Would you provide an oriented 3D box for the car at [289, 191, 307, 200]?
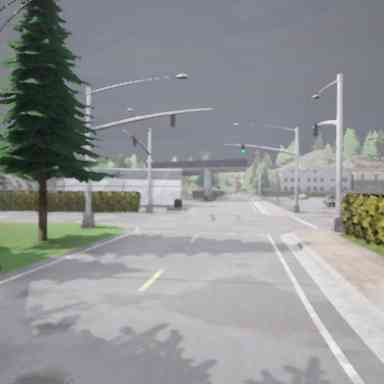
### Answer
[{"bbox_3d":[24.043,1.057,75.707,3.806,1.475,1.970,0,0,8],"label":"car"}]

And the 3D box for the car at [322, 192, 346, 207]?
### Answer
[{"bbox_3d":[19.053,1.191,41.815,5.027,1.636,2.152,0,0,8],"label":"car"}]

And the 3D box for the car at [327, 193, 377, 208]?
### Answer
[{"bbox_3d":[18.643,1.216,38.705,4.514,1.523,2.007,0,0,8],"label":"car"}]

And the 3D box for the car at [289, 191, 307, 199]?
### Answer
[{"bbox_3d":[25.138,0.760,78.904,3.866,1.878,1.905,0,0,8],"label":"car"}]

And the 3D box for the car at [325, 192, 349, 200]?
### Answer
[{"bbox_3d":[32.436,0.842,74.496,4.605,1.855,1.932,0,0,8],"label":"car"}]
